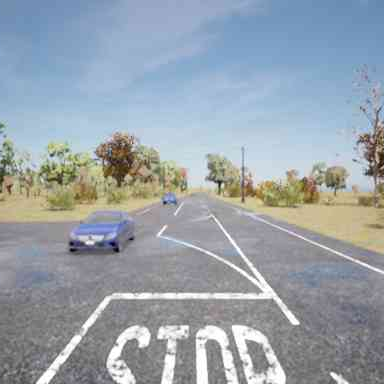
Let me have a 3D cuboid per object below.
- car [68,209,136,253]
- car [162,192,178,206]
[{"bbox_3d":[-3.466,1.465,13.642,1.812,1.442,4.674,0,0,0],"label":"car"},{"bbox_3d":[-3.361,1.024,51.395,2.150,2.045,5.566,0,0,0],"label":"car"}]
